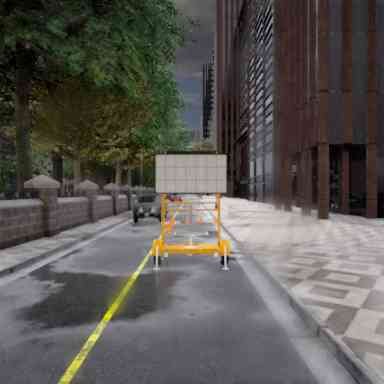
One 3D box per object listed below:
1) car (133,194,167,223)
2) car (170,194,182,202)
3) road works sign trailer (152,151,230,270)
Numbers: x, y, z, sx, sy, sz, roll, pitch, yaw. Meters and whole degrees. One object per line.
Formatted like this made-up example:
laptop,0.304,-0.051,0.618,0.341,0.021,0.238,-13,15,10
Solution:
car,-3.168,1.208,26.013,2.150,2.045,5.566,0,0,0
car,-3.197,1.174,66.261,2.150,2.045,5.566,0,0,0
road works sign trailer,-0.029,0.463,11.017,2.380,3.560,2.880,0,0,0
